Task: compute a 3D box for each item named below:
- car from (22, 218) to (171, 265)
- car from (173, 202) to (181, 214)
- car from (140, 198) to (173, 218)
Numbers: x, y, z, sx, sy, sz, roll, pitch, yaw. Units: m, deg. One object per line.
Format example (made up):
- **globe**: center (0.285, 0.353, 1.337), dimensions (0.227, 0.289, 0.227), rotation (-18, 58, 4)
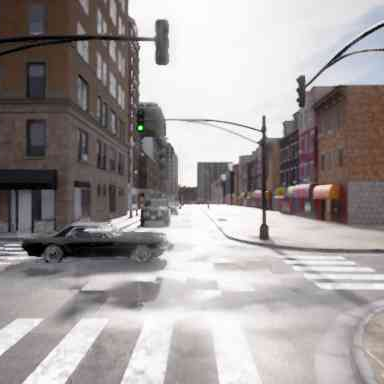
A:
- **car**: center (-3.163, 1.732, 11.672), dimensions (4.718, 1.301, 1.895), rotation (0, -1, 0)
- **car**: center (-2.883, 2.098, 43.710), dimensions (1.882, 1.535, 5.008), rotation (0, -1, 0)
- **car**: center (-2.901, 1.555, 27.123), dimensions (2.150, 2.045, 5.566), rotation (0, -1, -1)
